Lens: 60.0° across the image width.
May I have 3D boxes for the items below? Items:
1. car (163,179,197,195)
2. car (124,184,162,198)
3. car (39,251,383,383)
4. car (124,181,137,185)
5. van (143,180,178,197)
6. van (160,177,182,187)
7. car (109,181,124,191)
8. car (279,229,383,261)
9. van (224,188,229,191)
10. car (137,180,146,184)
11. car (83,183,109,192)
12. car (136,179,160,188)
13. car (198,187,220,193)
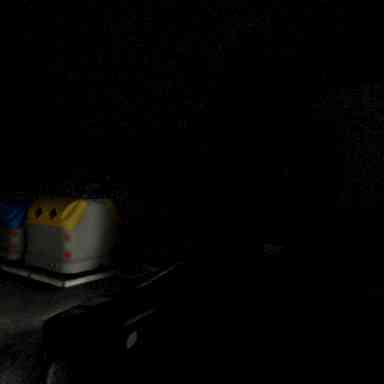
[{"bbox_3d":[-2.622,-0.550,54.233,5.566,2.045,2.435,4,7,36],"label":"car"},{"bbox_3d":[-7.551,0.060,50.888,5.008,1.535,2.097,4,7,36],"label":"car"},{"bbox_3d":[0.596,1.487,3.015,5.008,1.535,1.882,-1,-1,36],"label":"car"},{"bbox_3d":[-14.075,-1.376,67.055,4.553,1.767,2.185,2,5,34],"label":"car"},{"bbox_3d":[-4.976,-0.338,52.477,4.442,1.987,1.878,4,7,36],"label":"van"},{"bbox_3d":[-4.679,-2.206,74.057,4.442,1.987,1.878,2,5,34],"label":"van"},{"bbox_3d":[-16.448,-1.040,65.338,4.792,1.488,2.163,2,5,34],"label":"car"},{"bbox_3d":[3.015,1.523,7.340,2.163,1.488,4.792,0,-1,16],"label":"car"},{"bbox_3d":[4.940,-1.059,59.206,4.442,1.987,1.878,4,7,35],"label":"van"},{"bbox_3d":[-11.741,-1.404,68.835,4.792,1.488,2.163,2,5,34],"label":"car"},{"bbox_3d":[-18.852,-0.847,63.617,4.674,1.452,2.002,2,5,34],"label":"car"},{"bbox_3d":[-9.315,-1.739,70.522,4.553,1.767,2.185,2,5,34],"label":"car"},{"bbox_3d":[2.340,-0.786,57.614,4.553,1.767,2.185,4,7,36],"label":"car"}]
